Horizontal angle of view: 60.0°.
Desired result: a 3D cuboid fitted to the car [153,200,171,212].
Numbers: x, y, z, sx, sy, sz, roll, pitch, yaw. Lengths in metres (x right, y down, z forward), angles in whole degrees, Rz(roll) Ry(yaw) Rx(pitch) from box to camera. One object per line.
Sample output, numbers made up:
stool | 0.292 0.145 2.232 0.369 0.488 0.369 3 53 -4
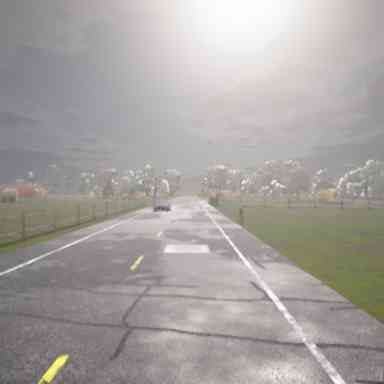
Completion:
car | -3.591 1.638 40.413 1.994 1.385 4.181 0 0 0
